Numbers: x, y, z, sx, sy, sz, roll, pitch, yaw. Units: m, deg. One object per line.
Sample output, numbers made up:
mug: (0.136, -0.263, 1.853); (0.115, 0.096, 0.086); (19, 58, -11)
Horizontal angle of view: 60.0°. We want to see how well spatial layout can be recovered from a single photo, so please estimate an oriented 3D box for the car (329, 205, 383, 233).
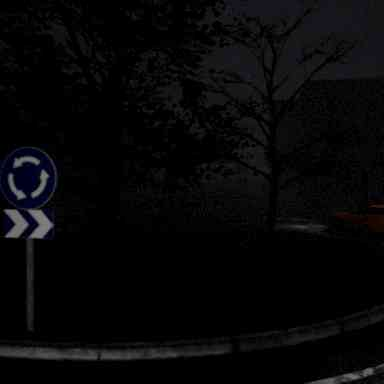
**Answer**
car: (9.416, 1.378, 16.909); (1.882, 1.535, 5.008); (-1, 1, -31)
